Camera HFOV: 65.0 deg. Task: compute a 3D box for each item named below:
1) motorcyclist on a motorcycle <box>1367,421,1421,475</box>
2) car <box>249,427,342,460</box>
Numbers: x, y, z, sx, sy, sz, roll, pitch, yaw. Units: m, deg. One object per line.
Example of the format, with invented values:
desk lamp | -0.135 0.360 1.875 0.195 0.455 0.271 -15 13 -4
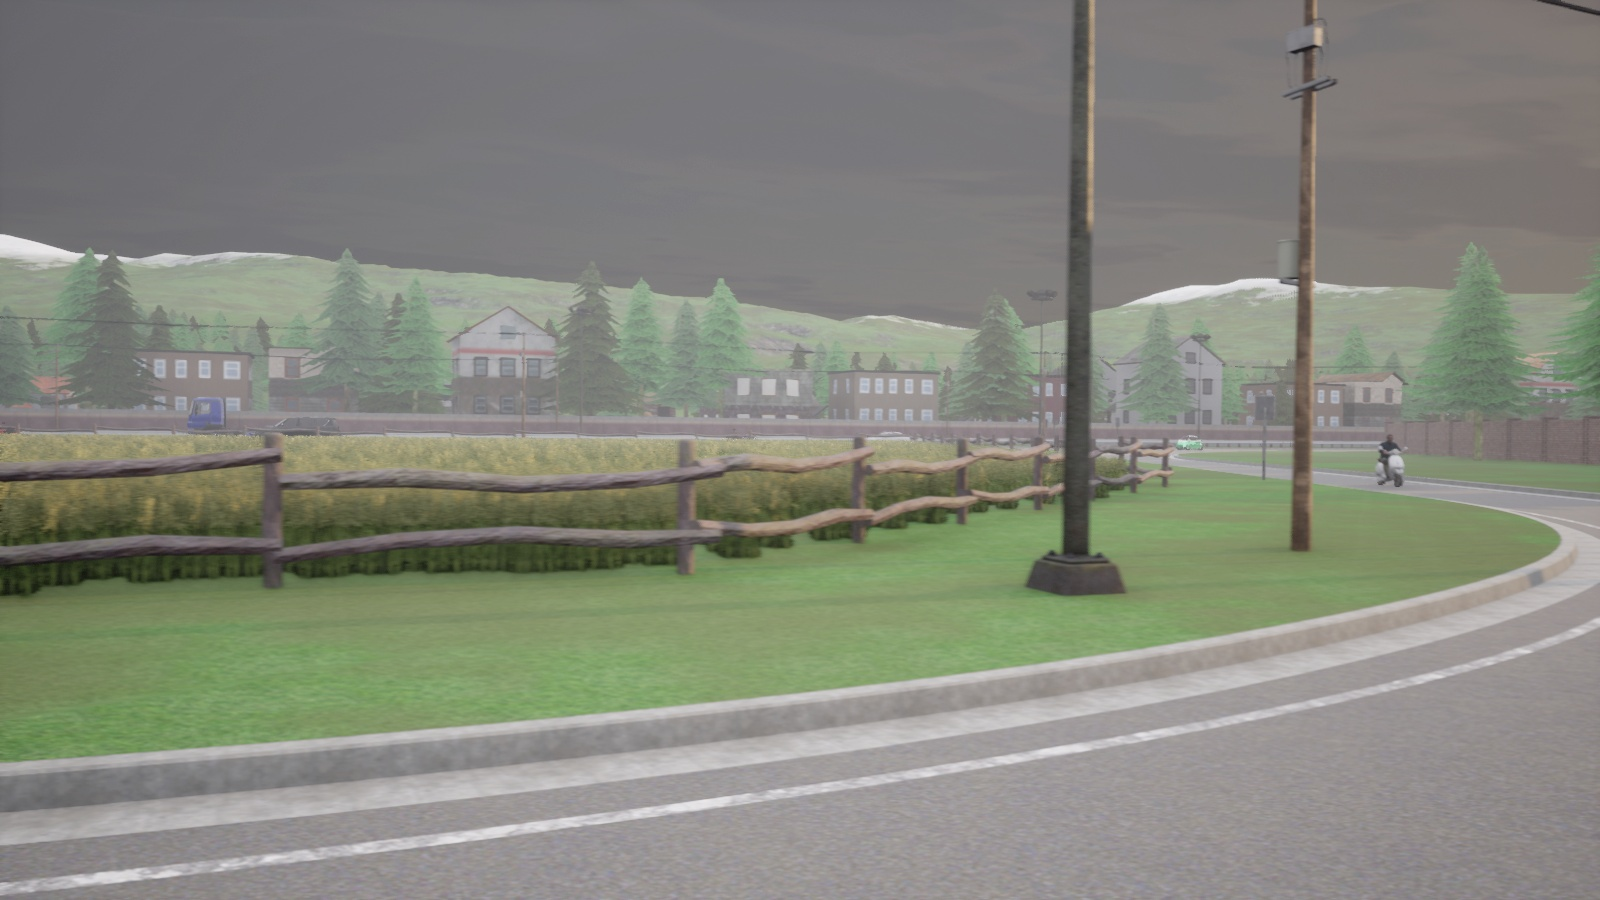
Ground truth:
motorcyclist on a motorcycle | 17.844 -0.066 37.760 0.866 1.590 1.817 -1 1 4
car | -33.122 -0.468 82.590 5.566 2.045 2.150 -1 1 -21
